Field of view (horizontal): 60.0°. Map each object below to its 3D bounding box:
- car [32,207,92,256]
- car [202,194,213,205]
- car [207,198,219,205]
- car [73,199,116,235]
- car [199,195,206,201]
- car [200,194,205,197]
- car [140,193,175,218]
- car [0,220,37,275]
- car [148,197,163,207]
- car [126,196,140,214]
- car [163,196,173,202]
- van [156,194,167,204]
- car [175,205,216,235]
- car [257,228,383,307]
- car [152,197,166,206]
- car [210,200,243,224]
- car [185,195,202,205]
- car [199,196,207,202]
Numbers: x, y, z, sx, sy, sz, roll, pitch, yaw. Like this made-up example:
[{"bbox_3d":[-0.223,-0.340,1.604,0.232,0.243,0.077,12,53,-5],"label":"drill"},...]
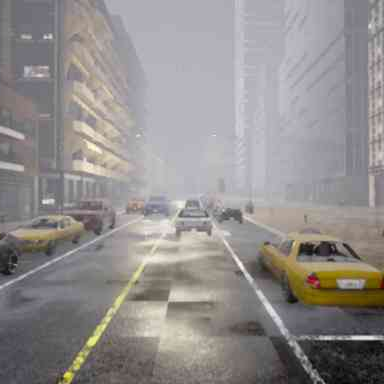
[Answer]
[{"bbox_3d":[-5.686,1.527,13.183,1.752,1.417,4.829,1,0,0],"label":"car"},{"bbox_3d":[2.680,1.449,41.204,1.967,1.590,4.097,1,0,0],"label":"car"},{"bbox_3d":[2.685,1.557,30.065,2.008,1.369,4.403,1,0,0],"label":"car"},{"bbox_3d":[-5.685,1.318,18.924,2.192,1.841,5.009,1,0,0],"label":"car"},{"bbox_3d":[2.656,1.553,85.931,1.752,1.417,4.829,1,0,0],"label":"car"},{"bbox_3d":[2.675,1.453,52.344,1.967,1.590,4.097,1,0,0],"label":"car"},{"bbox_3d":[-3.101,1.226,30.816,2.150,2.045,5.566,0,0,0],"label":"car"},{"bbox_3d":[-5.684,1.567,7.784,1.947,1.339,4.313,1,0,0],"label":"car"},{"bbox_3d":[-5.707,1.578,52.341,1.947,1.339,4.313,1,0,0],"label":"car"},{"bbox_3d":[-5.694,1.322,35.631,2.192,1.841,5.009,1,0,0],"label":"car"},{"bbox_3d":[-5.721,1.575,80.188,2.008,1.369,4.403,1,0,0],"label":"car"},{"bbox_3d":[-5.709,1.358,63.481,1.690,1.788,3.998,1,0,0],"label":"van"},{"bbox_3d":[0.090,1.604,18.731,1.895,1.301,4.718,0,0,0],"label":"car"},{"bbox_3d":[2.697,1.526,7.958,1.752,1.417,4.829,1,0,0],"label":"car"},{"bbox_3d":[-5.710,1.565,57.910,2.008,1.369,4.403,1,0,0],"label":"car"},{"bbox_3d":[2.688,1.555,24.497,2.008,1.369,4.403,1,0,0],"label":"car"},{"bbox_3d":[0.075,1.488,45.519,1.882,1.535,5.008,0,0,0],"label":"car"},{"bbox_3d":[2.659,1.607,80.192,1.802,1.307,4.206,1,0,0],"label":"car"}]
